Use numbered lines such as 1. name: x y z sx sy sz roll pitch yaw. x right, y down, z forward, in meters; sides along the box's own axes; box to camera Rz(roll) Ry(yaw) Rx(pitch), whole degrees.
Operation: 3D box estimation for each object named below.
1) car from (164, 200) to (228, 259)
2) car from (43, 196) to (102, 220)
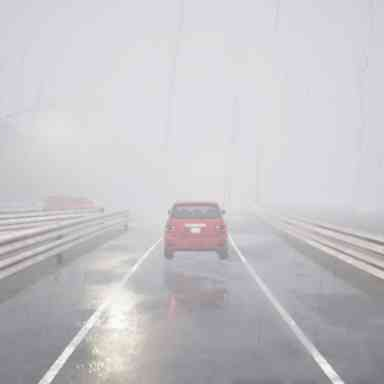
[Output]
1. car: 0.189 1.304 13.140 2.150 2.045 5.566 0 0 2
2. car: -9.407 1.311 26.733 2.150 2.045 5.566 0 -1 18
